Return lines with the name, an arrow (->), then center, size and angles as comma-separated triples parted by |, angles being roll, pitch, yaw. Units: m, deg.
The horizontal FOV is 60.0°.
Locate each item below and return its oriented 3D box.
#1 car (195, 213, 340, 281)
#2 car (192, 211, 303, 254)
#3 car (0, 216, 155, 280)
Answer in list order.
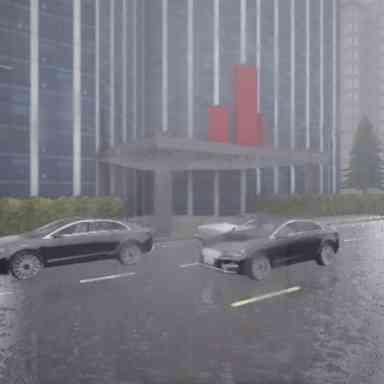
car -> 2.442, 1.491, 9.952 | 4.902, 1.511, 2.128 | 0, 0, -35
car -> 2.468, 1.602, 14.229 | 4.718, 1.301, 1.895 | 0, 0, -36
car -> -3.515, 1.494, 10.038 | 4.902, 1.511, 2.128 | 0, 0, -35
